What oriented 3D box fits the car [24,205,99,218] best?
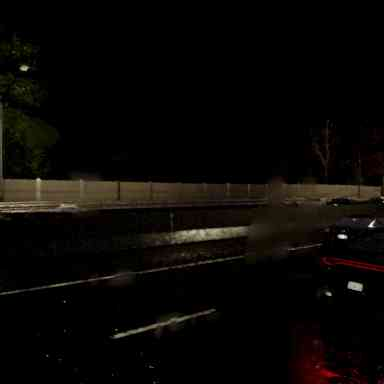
[{"bbox_3d":[-9.102,1.604,23.294,4.718,1.301,1.895,0,0,-36],"label":"car"}]

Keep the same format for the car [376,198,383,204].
[{"bbox_3d":[23.681,1.590,38.056,5.357,1.411,2.033,0,0,-35],"label":"car"}]

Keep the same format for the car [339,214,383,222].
[{"bbox_3d":[7.008,1.571,13.044,4.181,1.385,1.994,0,0,-35],"label":"car"}]

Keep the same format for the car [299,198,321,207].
[{"bbox_3d":[16.756,1.566,46.008,4.674,1.442,1.812,0,0,-35],"label":"car"}]

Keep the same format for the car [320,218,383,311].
[{"bbox_3d":[4.842,1.481,7.196,5.008,1.535,1.882,0,0,-35],"label":"car"}]

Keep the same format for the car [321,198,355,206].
[{"bbox_3d":[19.512,1.548,43.676,4.892,1.490,1.837,1,0,-35],"label":"car"}]

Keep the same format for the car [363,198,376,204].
[{"bbox_3d":[23.523,1.553,42.234,4.892,1.490,1.837,1,0,-35],"label":"car"}]
